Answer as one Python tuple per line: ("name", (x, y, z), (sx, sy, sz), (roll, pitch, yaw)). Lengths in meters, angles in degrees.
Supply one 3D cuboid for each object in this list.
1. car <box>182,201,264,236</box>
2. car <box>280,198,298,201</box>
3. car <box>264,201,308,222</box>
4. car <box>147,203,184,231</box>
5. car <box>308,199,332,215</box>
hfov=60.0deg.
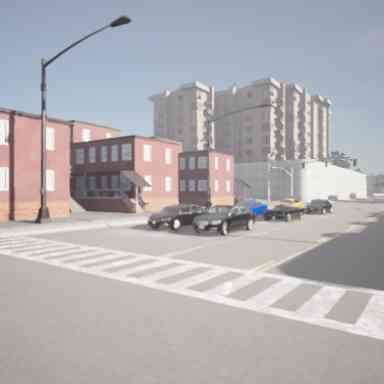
("car", (1.888, 1.498, 18.765), (2.128, 1.511, 4.902), (0, 0, 36))
("car", (10.696, 1.487, 37.101), (1.882, 1.535, 5.008), (0, 0, 36))
("car", (7.317, 1.606, 26.374), (1.895, 1.301, 4.718), (0, 0, 36))
("car", (-0.794, 1.514, 21.045), (1.837, 1.490, 4.892), (0, 0, 35))
("car", (13.160, 1.512, 34.534), (1.837, 1.490, 4.892), (0, 0, 36))
